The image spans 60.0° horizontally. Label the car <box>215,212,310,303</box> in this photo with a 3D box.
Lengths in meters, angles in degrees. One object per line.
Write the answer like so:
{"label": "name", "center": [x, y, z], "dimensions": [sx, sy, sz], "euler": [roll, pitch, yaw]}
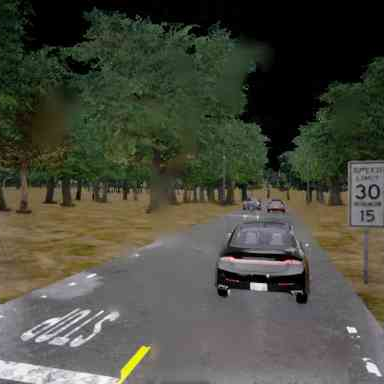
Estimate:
{"label": "car", "center": [1.812, 1.485, 8.316], "dimensions": [2.128, 1.511, 4.902], "euler": [0, 0, 15]}

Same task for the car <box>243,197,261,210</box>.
{"label": "car", "center": [7.849, 1.435, 43.178], "dimensions": [2.097, 1.767, 4.553], "euler": [0, 0, 15]}

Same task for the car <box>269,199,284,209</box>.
{"label": "car", "center": [12.224, 1.679, 48.033], "dimensions": [2.033, 1.411, 5.357], "euler": [0, -1, 15]}

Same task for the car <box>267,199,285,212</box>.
{"label": "car", "center": [9.728, 1.617, 38.388], "dimensions": [1.994, 1.385, 4.181], "euler": [0, 0, 15]}
